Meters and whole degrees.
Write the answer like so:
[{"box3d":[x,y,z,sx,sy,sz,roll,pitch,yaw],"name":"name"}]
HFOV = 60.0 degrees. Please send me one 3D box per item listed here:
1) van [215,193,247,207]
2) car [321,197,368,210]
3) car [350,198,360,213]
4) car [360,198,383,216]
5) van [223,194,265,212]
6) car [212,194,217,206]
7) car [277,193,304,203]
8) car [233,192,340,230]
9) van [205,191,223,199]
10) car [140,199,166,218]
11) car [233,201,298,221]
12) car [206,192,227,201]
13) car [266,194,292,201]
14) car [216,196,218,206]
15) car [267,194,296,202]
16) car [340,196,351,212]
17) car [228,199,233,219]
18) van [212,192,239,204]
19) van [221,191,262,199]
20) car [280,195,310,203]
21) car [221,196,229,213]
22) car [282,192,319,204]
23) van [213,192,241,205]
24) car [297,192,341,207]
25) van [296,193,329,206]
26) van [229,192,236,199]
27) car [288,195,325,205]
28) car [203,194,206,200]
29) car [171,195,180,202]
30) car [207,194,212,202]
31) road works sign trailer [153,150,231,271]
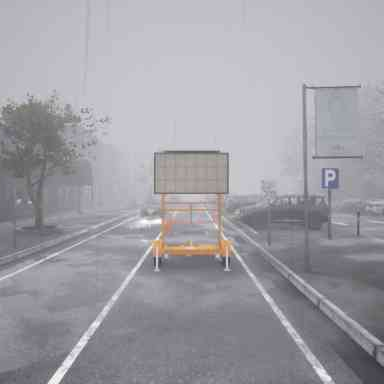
[{"box3d":[5.716,1.130,48.627,4.442,1.987,1.878,0,0,0],"name":"van"},{"box3d":[18.676,1.441,40.928,4.792,1.488,2.163,0,0,0],"name":"car"},{"box3d":[18.728,1.441,32.601,4.892,1.521,2.231,0,0,0],"name":"car"},{"box3d":[18.714,1.193,29.826,5.566,2.045,2.435,0,0,0],"name":"car"},{"box3d":[5.754,1.198,37.407,4.442,1.987,1.878,0,0,0],"name":"van"},{"box3d":[5.616,1.378,45.821,4.892,1.521,2.231,0,0,0],"name":"car"},{"box3d":[18.661,1.091,63.141,4.553,1.767,2.185,0,1,0],"name":"car"},{"box3d":[5.666,1.209,20.585,5.566,2.045,2.435,0,0,0],"name":"car"},{"box3d":[5.370,0.805,82.263,4.442,1.987,1.878,0,1,0],"name":"van"},{"box3d":[-3.409,1.436,29.730,2.128,1.511,4.902,0,0,0],"name":"car"},{"box3d":[5.678,1.490,26.192,4.674,1.452,2.002,0,0,0],"name":"car"},{"box3d":[5.483,0.986,73.854,4.553,1.767,2.185,0,1,0],"name":"car"},{"box3d":[18.608,1.138,71.468,4.892,1.521,2.231,0,1,0],"name":"car"},{"box3d":[5.657,1.443,40.211,4.792,1.488,2.163,0,0,0],"name":"car"},{"box3d":[18.427,1.160,68.691,5.366,1.575,1.946,0,1,0],"name":"car"},{"box3d":[18.719,1.432,35.379,5.008,1.535,2.097,0,0,0],"name":"car"},{"box3d":[5.500,1.452,23.388,5.366,1.575,1.946,0,0,0],"name":"car"},{"box3d":[5.688,1.049,57.035,4.442,1.987,1.878,0,1,0],"name":"van"},{"box3d":[5.531,1.208,34.605,4.442,1.987,1.878,0,0,0],"name":"van"},{"box3d":[18.611,1.273,60.365,4.792,1.488,2.163,0,1,0],"name":"car"},{"box3d":[5.651,1.440,31.798,5.008,1.535,2.097,0,0,0],"name":"car"},{"box3d":[18.678,1.019,57.587,5.566,2.045,2.435,0,1,0],"name":"car"},{"box3d":[5.697,1.076,54.232,4.442,1.987,1.878,0,1,0],"name":"van"},{"box3d":[18.706,1.100,49.261,5.566,2.045,2.435,0,1,0],"name":"car"},{"box3d":[18.785,1.099,52.037,4.442,1.987,1.878,0,1,0],"name":"van"},{"box3d":[5.783,1.219,28.995,4.442,1.987,1.878,0,0,0],"name":"van"},{"box3d":[18.845,1.295,54.814,5.366,1.575,1.946,0,1,0],"name":"car"},{"box3d":[5.505,0.915,68.247,5.566,2.045,2.435,0,1,0],"name":"car"},{"box3d":[-3.387,1.289,68.258,1.895,1.301,4.718,0,1,0],"name":"car"},{"box3d":[5.562,1.078,51.427,5.566,2.045,2.435,0,1,0],"name":"car"},{"box3d":[-0.026,0.458,10.842,2.380,3.560,2.880,0,0,-1],"name":"road works sign trailer"}]
